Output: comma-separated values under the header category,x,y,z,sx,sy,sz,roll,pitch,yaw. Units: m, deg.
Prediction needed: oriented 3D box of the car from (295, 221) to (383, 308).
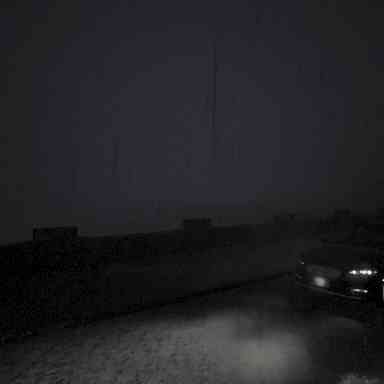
category,x,y,z,sx,sy,sz,roll,pitch,yaw
car,4.461,1.491,7.981,4.902,1.511,2.128,0,0,-37
